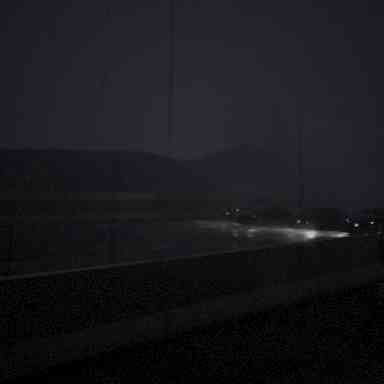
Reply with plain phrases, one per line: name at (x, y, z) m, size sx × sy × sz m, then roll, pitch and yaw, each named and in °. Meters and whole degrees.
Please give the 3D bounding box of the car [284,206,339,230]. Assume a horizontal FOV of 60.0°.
car at (8.999, 1.732, 23.350) m, size 4.892 × 1.490 × 1.837 m, roll 1°, pitch -1°, yaw -36°

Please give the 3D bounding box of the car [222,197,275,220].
car at (5.196, 1.451, 29.213) m, size 5.566 × 2.045 × 2.150 m, roll 1°, pitch 0°, yaw -36°

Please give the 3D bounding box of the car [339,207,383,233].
car at (11.596, 1.739, 20.911) m, size 4.892 × 1.490 × 1.837 m, roll 1°, pitch -1°, yaw -36°

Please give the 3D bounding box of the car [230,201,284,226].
car at (5.560, 1.684, 25.179) m, size 5.008 × 1.535 × 1.882 m, roll 1°, pitch -1°, yaw -36°
